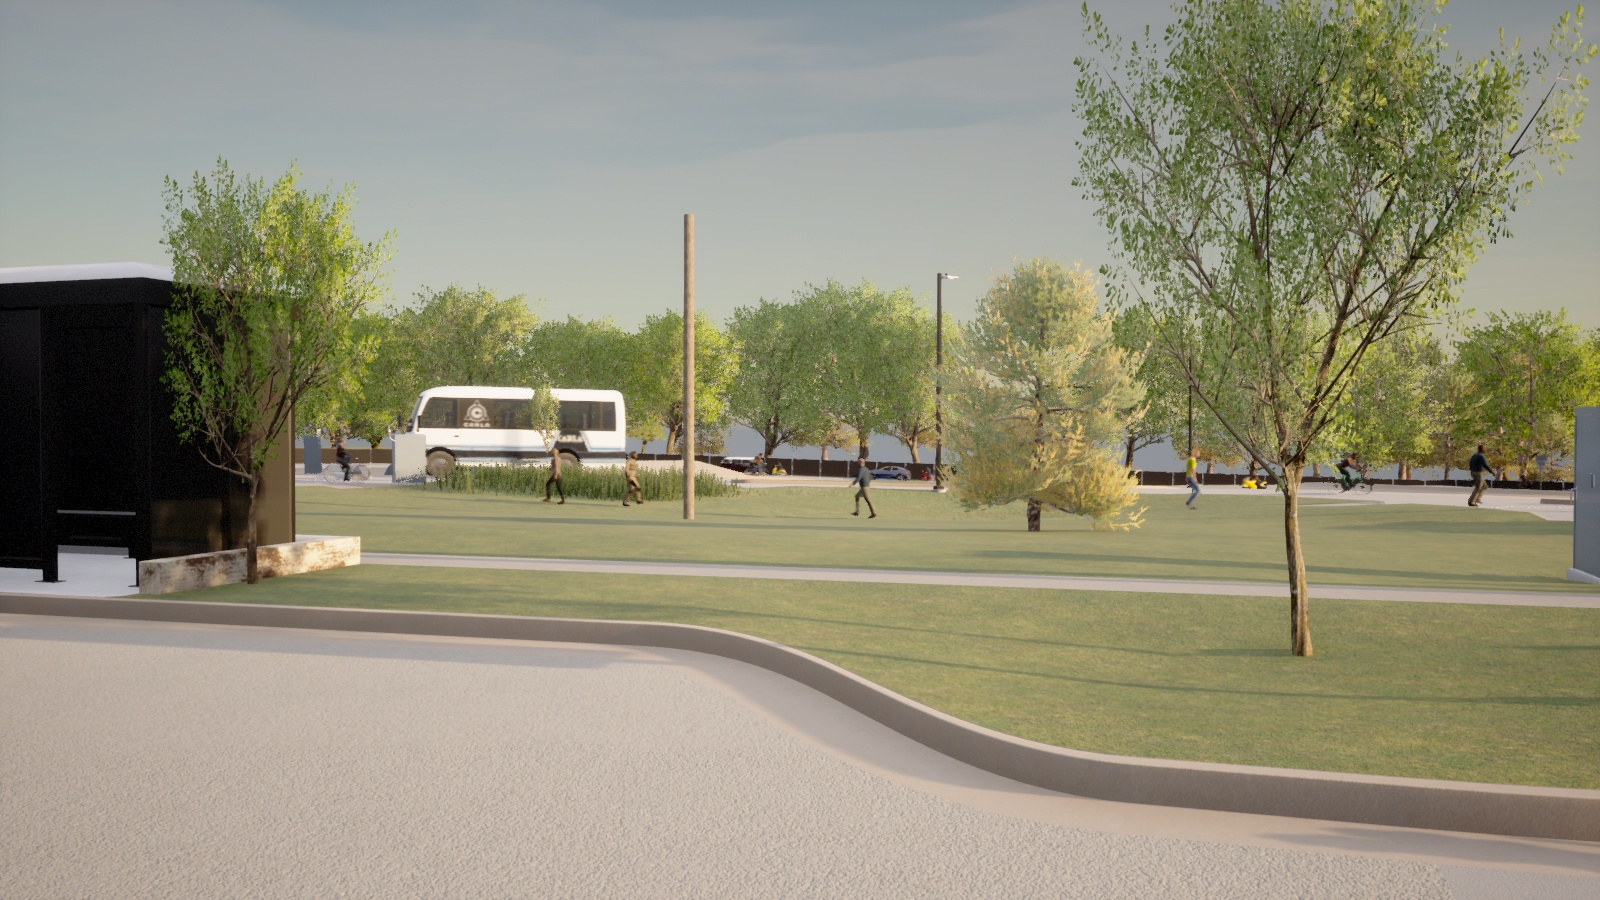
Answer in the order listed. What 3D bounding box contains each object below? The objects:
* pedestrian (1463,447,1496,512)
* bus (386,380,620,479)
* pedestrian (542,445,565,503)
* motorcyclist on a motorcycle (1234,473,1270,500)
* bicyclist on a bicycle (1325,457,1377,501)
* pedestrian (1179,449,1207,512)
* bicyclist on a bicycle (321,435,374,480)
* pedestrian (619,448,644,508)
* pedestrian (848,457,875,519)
[{"bbox_3d":[19.462,0.848,35.982,0.726,1.835,0.370,1,1,4],"label":"pedestrian"},{"bbox_3d":[-13.951,-0.917,58.946,10.273,4.253,3.944,1,1,-19],"label":"bus"},{"bbox_3d":[-7.910,0.777,40.361,0.634,1.846,0.331,1,1,12],"label":"pedestrian"},{"bbox_3d":[28.178,2.295,78.257,2.044,1.523,0.797,5,-1,-23],"label":"motorcyclist on a motorcycle"},{"bbox_3d":[20.884,1.083,47.616,1.656,1.620,0.582,1,1,41],"label":"bicyclist on a bicycle"},{"bbox_3d":[11.585,0.895,37.021,0.706,1.836,0.354,1,1,11],"label":"pedestrian"},{"bbox_3d":[-18.129,0.299,50.353,1.843,1.776,0.659,1,2,-37],"label":"bicyclist on a bicycle"},{"bbox_3d":[-5.492,0.897,41.007,0.692,1.930,0.396,1,1,15],"label":"pedestrian"},{"bbox_3d":[1.868,1.149,37.929,0.726,1.842,0.402,1,1,17],"label":"pedestrian"}]
